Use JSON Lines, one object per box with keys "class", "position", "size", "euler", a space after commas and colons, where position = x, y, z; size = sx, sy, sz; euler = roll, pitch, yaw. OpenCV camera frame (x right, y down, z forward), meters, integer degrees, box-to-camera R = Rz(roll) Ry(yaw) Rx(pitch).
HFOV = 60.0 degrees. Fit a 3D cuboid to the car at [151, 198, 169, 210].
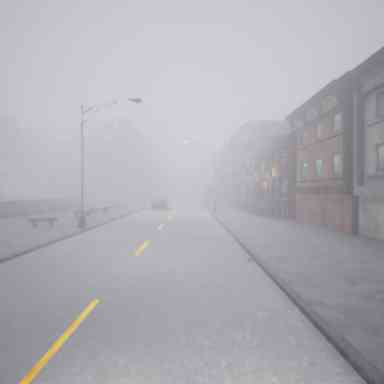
{"class": "car", "position": [-4.065, 1.463, 42.822], "size": [1.882, 1.535, 5.008], "euler": [0, 0, 0]}
